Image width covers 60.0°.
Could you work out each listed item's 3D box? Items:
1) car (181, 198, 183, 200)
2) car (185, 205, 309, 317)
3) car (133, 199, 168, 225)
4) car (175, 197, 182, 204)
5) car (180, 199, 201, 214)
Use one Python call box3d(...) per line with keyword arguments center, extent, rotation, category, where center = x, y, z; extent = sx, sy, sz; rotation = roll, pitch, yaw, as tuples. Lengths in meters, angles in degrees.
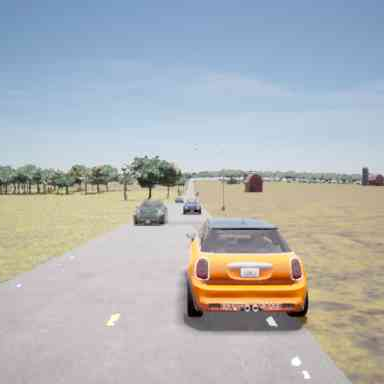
box3d(center=(-0.033, 1.649, 45.484), extent=(2.033, 1.411, 5.357), rotation=(0, 0, 0), category="car")
box3d(center=(0.954, 1.347, 7.616), extent=(2.097, 1.767, 4.553), rotation=(0, 0, 0), category="car")
box3d(center=(-2.875, 1.363, 23.950), extent=(2.097, 1.767, 4.553), rotation=(0, 0, 0), category="car")
box3d(center=(-2.828, 1.810, 73.791), extent=(2.033, 1.411, 5.357), rotation=(0, 0, 0), category="car")
box3d(center=(0.034, 1.653, 35.522), extent=(1.895, 1.301, 4.718), rotation=(0, 0, 0), category="car")
